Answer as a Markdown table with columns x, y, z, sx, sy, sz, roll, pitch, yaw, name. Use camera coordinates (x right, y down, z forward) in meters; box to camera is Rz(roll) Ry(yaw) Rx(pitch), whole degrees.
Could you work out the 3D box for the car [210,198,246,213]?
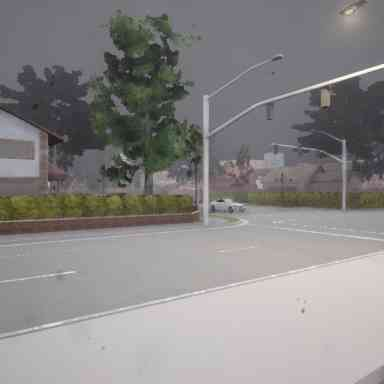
| x | y | z | sx | sy | sz | roll | pitch | yaw | name |
| --- | --- | --- | --- | --- | --- | --- | --- | --- | --- |
| 3.795 | 1.435 | 36.354 | 1.812 | 1.442 | 4.674 | 0 | 0 | -36 | car |
